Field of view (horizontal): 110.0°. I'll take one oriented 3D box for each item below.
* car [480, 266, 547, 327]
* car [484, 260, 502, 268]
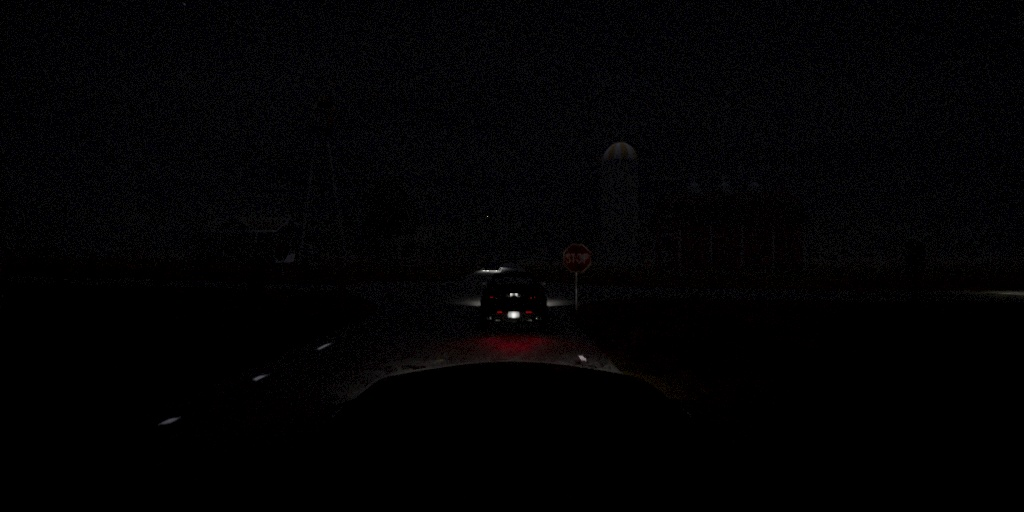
[{"bbox_3d":[0.061,1.237,11.485,1.837,1.490,4.892,0,0,0],"label":"car"},{"bbox_3d":[-2.845,1.341,50.656,1.994,1.385,4.181,0,0,0],"label":"car"}]
